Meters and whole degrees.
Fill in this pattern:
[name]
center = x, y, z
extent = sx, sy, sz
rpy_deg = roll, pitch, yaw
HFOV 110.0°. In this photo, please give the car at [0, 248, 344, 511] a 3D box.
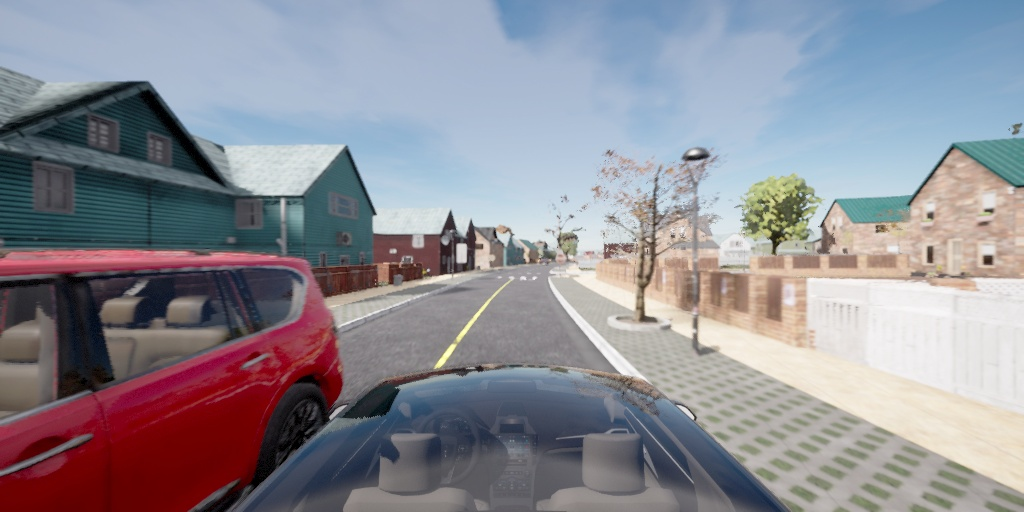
[car]
center = -2.825, 0.965, 1.488
extent = 2.150, 2.045, 5.566
rpy_deg = 0, 0, 0
